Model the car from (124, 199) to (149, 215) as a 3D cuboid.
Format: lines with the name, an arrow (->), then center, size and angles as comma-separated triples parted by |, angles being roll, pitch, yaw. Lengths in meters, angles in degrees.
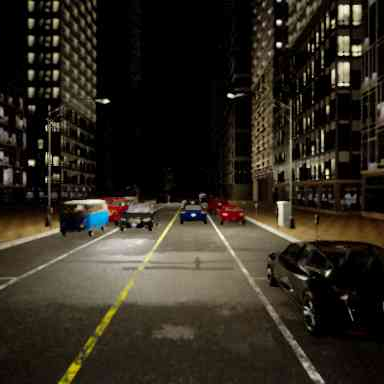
car -> -5.689, 1.527, 34.811 | 1.887, 1.381, 4.507 | 0, 0, 0

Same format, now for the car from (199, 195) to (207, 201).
car -> 2.694, 1.513, 80.159 | 1.802, 1.307, 4.206 | 0, 0, 0

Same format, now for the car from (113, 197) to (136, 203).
car -> -5.690, 1.307, 23.475 | 2.192, 1.841, 5.009 | 0, 0, 0

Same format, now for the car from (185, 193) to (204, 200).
car -> 0.102, 1.327, 41.770 | 2.097, 1.767, 4.553 | 0, 0, 0

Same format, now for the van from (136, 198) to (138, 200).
van -> -5.690, 1.329, 29.143 | 1.690, 1.788, 3.998 | 0, 0, 0

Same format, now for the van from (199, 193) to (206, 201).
van -> 2.694, 1.261, 85.827 | 1.690, 1.788, 3.998 | 0, 0, 0

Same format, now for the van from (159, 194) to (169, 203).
van -> -5.688, 1.290, 68.820 | 1.690, 1.788, 3.998 | 0, 0, 0

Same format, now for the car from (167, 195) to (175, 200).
car -> -5.686, 1.474, 91.496 | 1.947, 1.339, 4.313 | 0, 0, 0

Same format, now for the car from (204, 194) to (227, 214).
car -> 2.691, 1.298, 34.810 | 2.192, 1.841, 5.009 | 0, 0, 0

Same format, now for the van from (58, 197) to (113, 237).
van -> -5.690, 1.336, 17.807 | 1.690, 1.788, 3.998 | 0, 0, 0

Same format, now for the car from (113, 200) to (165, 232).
car -> -3.098, 1.485, 20.225 | 2.128, 1.511, 4.902 | 0, 0, 0

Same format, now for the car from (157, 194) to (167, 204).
car -> -5.688, 1.520, 63.153 | 1.947, 1.339, 4.313 | 0, 0, 0

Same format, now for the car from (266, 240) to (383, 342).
car -> 2.690, 1.565, 6.470 | 1.947, 1.339, 4.313 | 0, 0, 0

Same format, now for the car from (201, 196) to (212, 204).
car -> 2.692, 1.499, 63.152 | 1.887, 1.381, 4.507 | 0, 0, 0

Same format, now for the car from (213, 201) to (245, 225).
car -> 2.691, 1.574, 23.474 | 1.802, 1.307, 4.206 | 0, 0, 0

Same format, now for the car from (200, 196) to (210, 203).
car -> 2.693, 1.531, 68.820 | 1.802, 1.307, 4.206 | 0, 0, 0

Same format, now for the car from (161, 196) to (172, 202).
car -> -5.687, 1.507, 74.490 | 1.947, 1.339, 4.313 | 0, 0, 0

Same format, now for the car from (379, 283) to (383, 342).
car -> 2.690, 1.545, 0.802 | 1.887, 1.381, 4.507 | 0, 0, 0

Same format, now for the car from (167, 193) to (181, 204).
car -> -3.038, 1.434, 61.308 | 1.882, 1.535, 5.008 | 0, 0, 1

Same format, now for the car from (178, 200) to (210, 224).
car -> 0.102, 1.554, 24.988 | 1.994, 1.385, 4.181 | 0, 0, 0
